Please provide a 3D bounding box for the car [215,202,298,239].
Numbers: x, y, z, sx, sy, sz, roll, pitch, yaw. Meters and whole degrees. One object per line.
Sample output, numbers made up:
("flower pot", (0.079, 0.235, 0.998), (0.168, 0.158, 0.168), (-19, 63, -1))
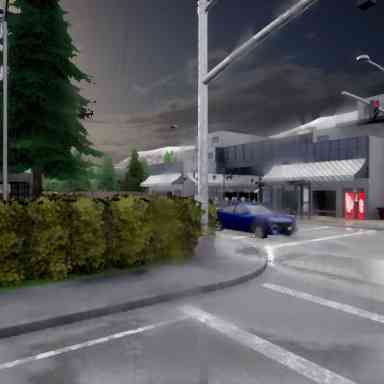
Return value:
("car", (2.874, 1.302, 16.437), (1.882, 1.535, 5.008), (0, 0, -33))
